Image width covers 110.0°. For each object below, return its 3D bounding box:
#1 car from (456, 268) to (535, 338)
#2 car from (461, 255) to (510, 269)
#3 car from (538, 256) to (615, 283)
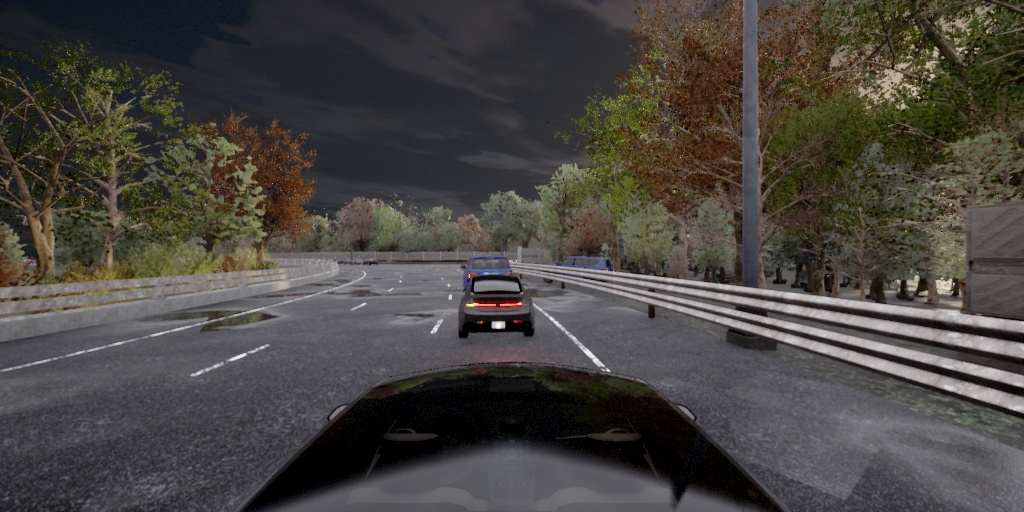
[{"bbox_3d":[-0.521,1.267,10.257,1.837,1.490,4.892,0,0,-5],"label":"car"},{"bbox_3d":[-1.267,0.994,17.524,2.150,2.045,5.566,0,0,-9],"label":"car"},{"bbox_3d":[4.655,1.036,26.021,5.566,2.045,2.150,3,1,28],"label":"car"}]
